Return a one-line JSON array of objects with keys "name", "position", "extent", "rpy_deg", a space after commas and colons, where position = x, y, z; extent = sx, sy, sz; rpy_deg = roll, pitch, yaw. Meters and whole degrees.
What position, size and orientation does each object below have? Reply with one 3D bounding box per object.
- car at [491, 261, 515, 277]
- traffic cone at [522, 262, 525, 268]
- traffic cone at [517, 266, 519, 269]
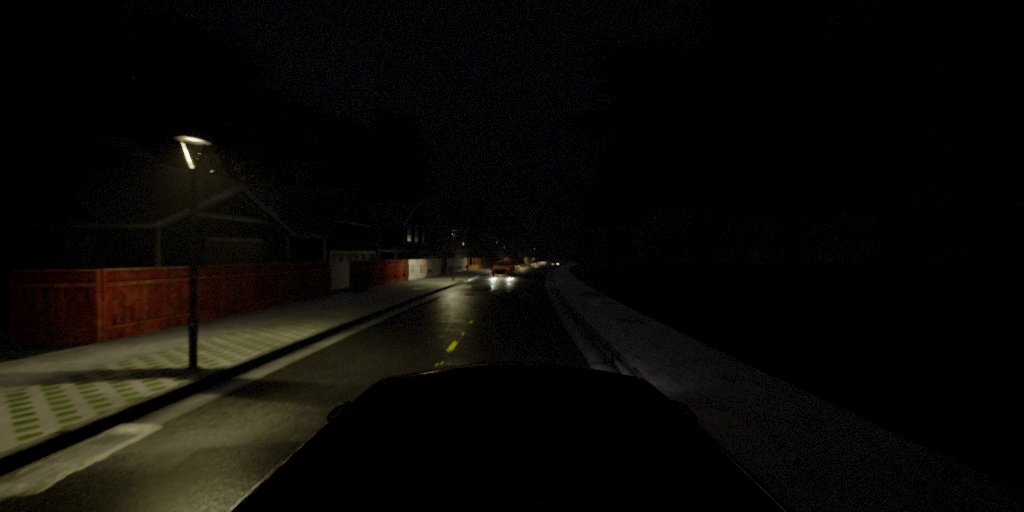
[{"name": "car", "position": [-0.814, 1.222, 36.073], "extent": [1.882, 1.535, 5.008], "rpy_deg": [0, 0, 7]}, {"name": "traffic cone", "position": [1.806, 1.696, 60.152], "extent": [0.340, 0.580, 0.340], "rpy_deg": [0, 0, 11]}, {"name": "traffic cone", "position": [0.888, 1.695, 55.196], "extent": [0.340, 0.580, 0.340], "rpy_deg": [0, 0, 10]}]
